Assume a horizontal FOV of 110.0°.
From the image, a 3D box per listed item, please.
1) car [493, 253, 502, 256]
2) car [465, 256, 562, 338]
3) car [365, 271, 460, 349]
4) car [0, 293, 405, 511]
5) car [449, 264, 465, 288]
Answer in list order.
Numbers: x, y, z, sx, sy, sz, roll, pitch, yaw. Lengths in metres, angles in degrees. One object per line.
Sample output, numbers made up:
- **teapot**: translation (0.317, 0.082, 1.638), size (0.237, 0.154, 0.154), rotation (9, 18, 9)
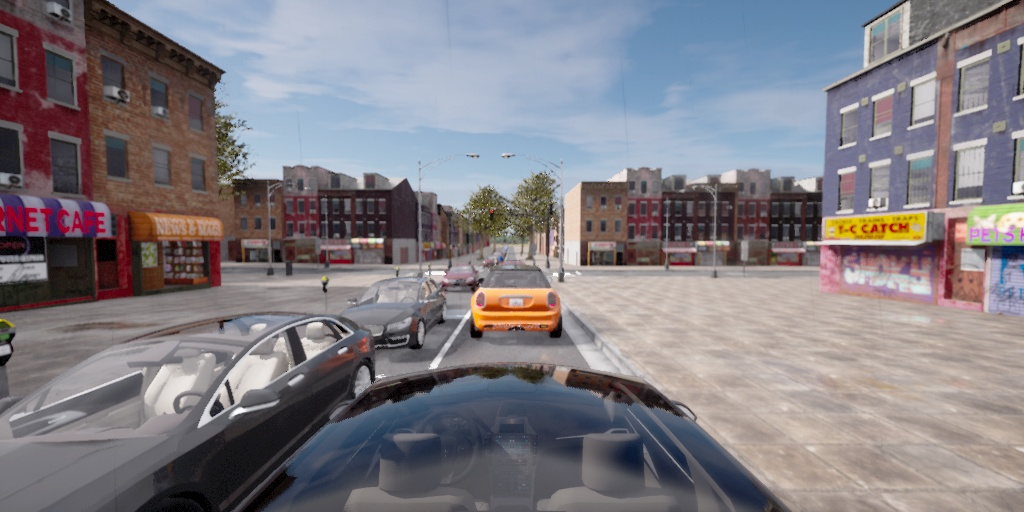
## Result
- **car**: translation (-2.720, 0.678, 46.303), size (1.967, 1.591, 4.097), rotation (0, 0, 0)
- **car**: translation (0.085, 0.997, 9.934), size (2.097, 1.767, 4.553), rotation (0, 1, 0)
- **car**: translation (-2.652, 1.211, 8.636), size (2.007, 1.370, 4.403), rotation (0, 0, 0)
- **car**: translation (-2.643, 1.281, 3.188), size (2.007, 1.370, 4.403), rotation (0, 0, 0)
- **car**: translation (-2.672, 1.110, 19.529), size (1.802, 1.307, 4.207), rotation (0, 0, 0)
